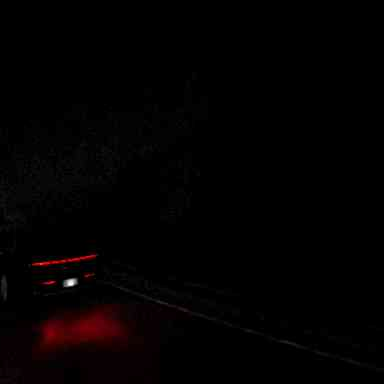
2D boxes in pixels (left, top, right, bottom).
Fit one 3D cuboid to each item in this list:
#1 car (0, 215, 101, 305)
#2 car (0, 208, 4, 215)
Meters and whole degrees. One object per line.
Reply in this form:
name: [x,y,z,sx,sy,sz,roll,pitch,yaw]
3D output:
car: [-4.018,1.529,8.310,1.837,1.490,4.892,-1,0,-43]
car: [-15.157,1.656,24.805,1.895,1.301,4.718,0,0,-32]
